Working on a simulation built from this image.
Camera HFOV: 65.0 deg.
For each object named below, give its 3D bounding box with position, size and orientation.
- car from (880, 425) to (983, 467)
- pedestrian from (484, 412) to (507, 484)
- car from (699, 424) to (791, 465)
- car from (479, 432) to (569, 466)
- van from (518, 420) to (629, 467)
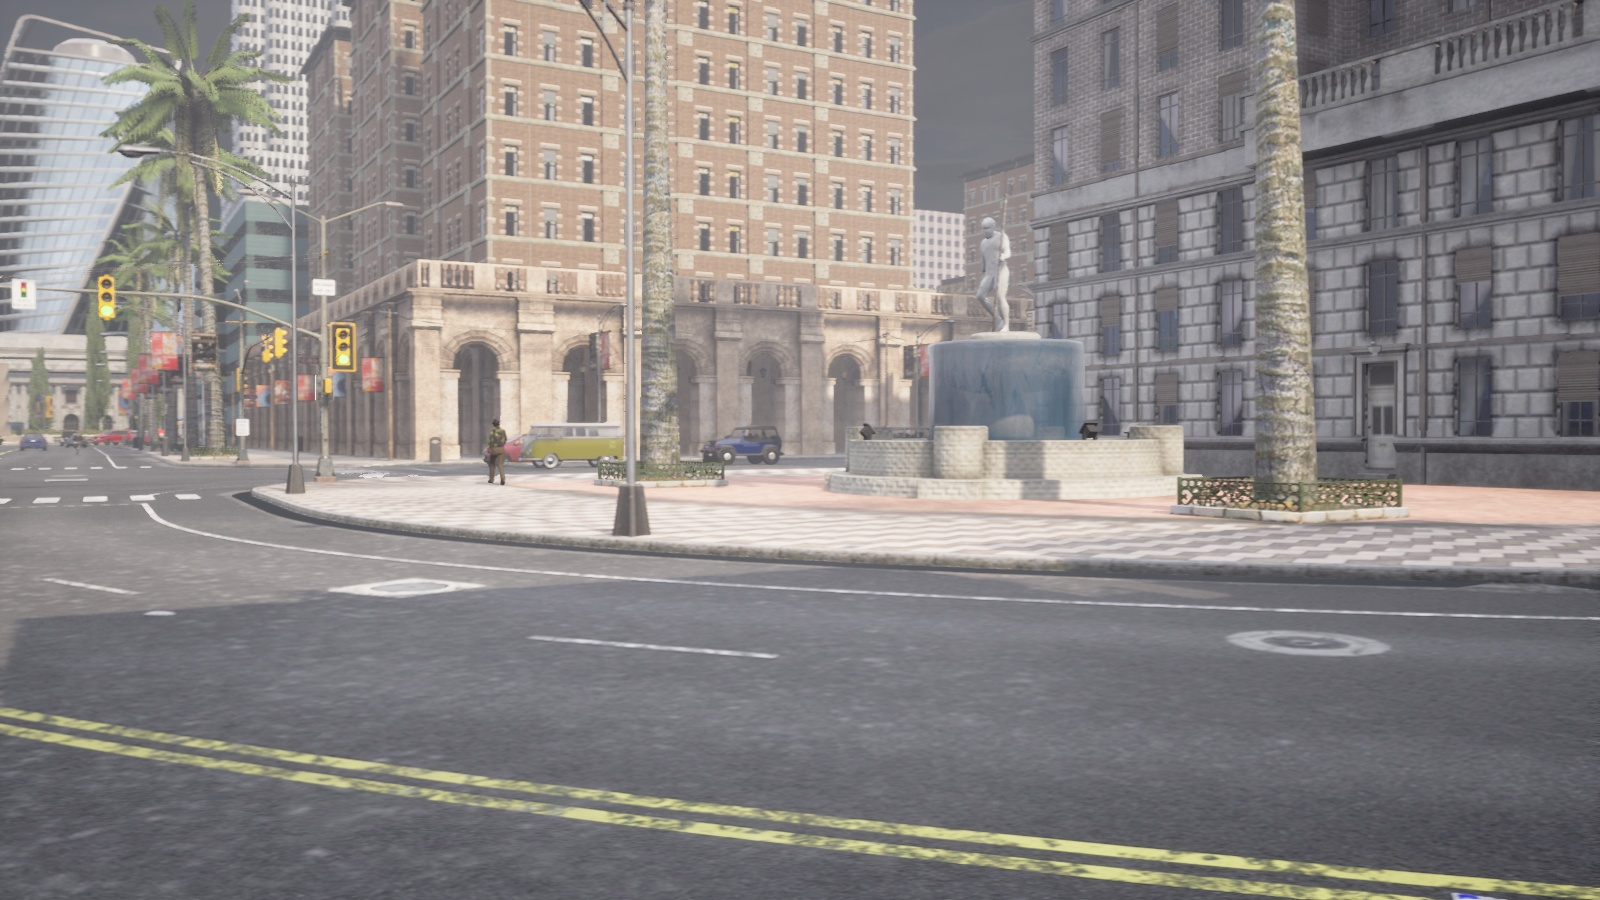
[{"bbox_3d":[6.266,-0.225,59.888,4.605,1.855,1.932,-1,2,-30],"label":"car"},{"bbox_3d":[-8.224,-0.059,33.906,0.395,1.930,0.692,0,1,-30],"label":"pedestrian"},{"bbox_3d":[-2.588,-0.271,58.878,3.866,1.878,1.905,0,1,-29],"label":"car"},{"bbox_3d":[-12.569,-0.070,57.263,3.633,1.501,1.845,0,1,-30],"label":"car"},{"bbox_3d":[-9.867,-0.282,54.744,4.442,1.987,1.775,0,1,-29],"label":"van"}]
